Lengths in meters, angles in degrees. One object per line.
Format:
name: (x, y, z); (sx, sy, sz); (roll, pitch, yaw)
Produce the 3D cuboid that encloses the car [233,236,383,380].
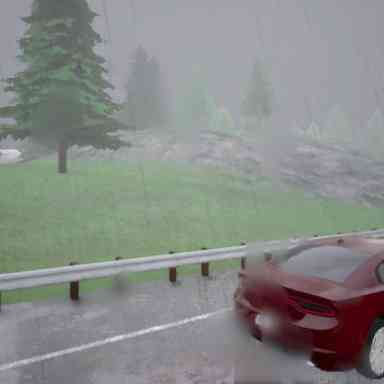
car: (2.971, 1.493, 5.561); (5.008, 1.535, 1.882); (0, 0, -33)
